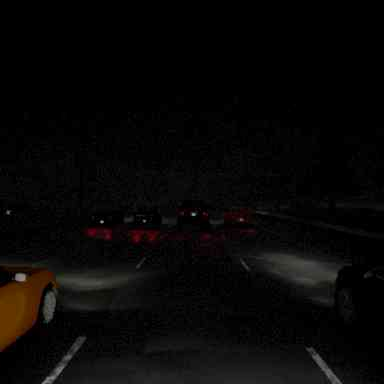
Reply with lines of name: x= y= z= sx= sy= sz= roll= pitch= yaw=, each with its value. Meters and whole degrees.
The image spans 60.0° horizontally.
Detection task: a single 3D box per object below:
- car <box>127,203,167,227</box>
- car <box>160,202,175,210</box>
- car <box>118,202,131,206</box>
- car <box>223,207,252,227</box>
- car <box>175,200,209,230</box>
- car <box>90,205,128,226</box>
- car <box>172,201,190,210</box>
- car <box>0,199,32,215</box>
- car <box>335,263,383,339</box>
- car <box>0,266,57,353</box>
car: x=-3.409 y=1.914 z=26.200 sx=2.128 sy=1.511 sz=4.902 roll=0 pitch=-1 yaw=0
car: x=-5.018 y=2.496 z=59.136 sx=2.033 sy=1.411 sz=5.357 roll=0 pitch=-1 yaw=-22
car: x=-11.630 y=2.389 z=56.802 sx=1.882 sy=1.535 sz=5.008 roll=0 pitch=-1 yaw=-22
car: x=3.587 y=1.909 z=26.816 sx=1.882 sy=1.535 sz=5.008 roll=0 pitch=-1 yaw=0
car: x=0.101 y=1.618 z=24.565 sx=2.150 sy=2.045 sz=5.566 roll=0 pitch=-1 yaw=0
car: x=-6.917 y=2.047 z=27.727 sx=1.895 sy=1.301 sz=4.718 roll=0 pitch=-1 yaw=0
car: x=-2.063 y=2.508 z=61.224 sx=1.812 sy=1.442 sz=4.674 roll=0 pitch=-1 yaw=-22
car: x=-17.545 y=1.872 z=32.370 sx=2.097 sy=1.767 sz=4.553 roll=0 pitch=-1 yaw=0
car: x=3.601 y=1.564 z=4.344 sx=2.128 sy=1.511 sz=4.902 roll=0 pitch=-1 yaw=0
car: x=-3.399 y=1.545 z=4.130 sx=1.882 sy=1.535 sz=5.008 roll=0 pitch=-1 yaw=0
